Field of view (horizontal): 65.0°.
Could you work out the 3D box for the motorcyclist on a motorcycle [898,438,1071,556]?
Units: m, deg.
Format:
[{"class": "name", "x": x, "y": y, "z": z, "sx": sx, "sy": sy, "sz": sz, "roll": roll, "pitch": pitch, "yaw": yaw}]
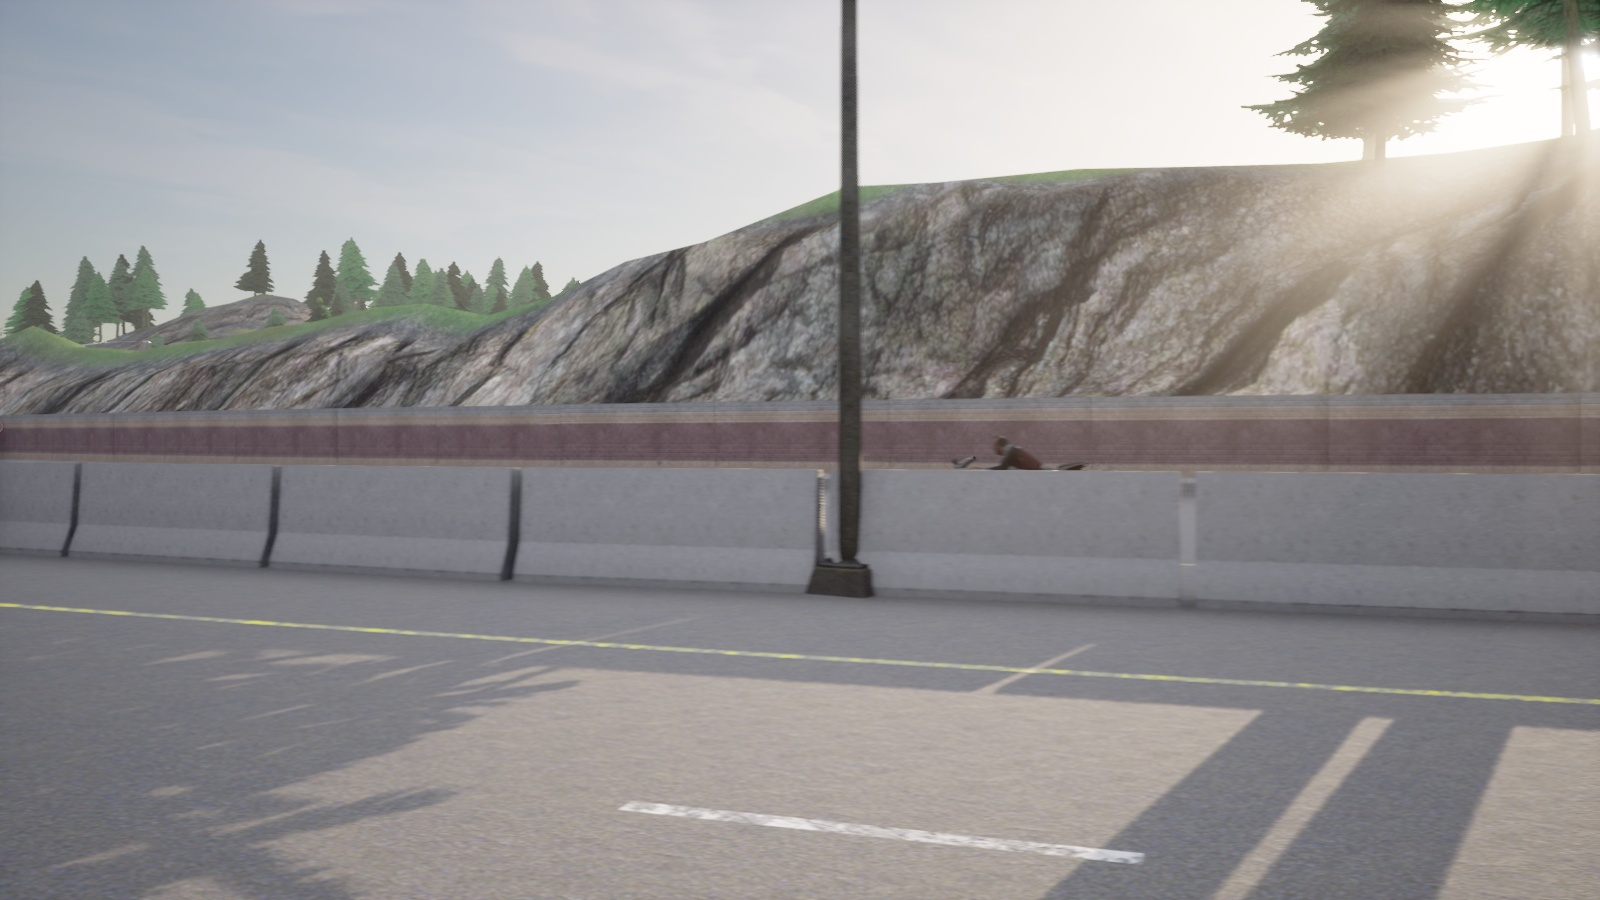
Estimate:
[{"class": "motorcyclist on a motorcycle", "x": 2.513, "y": 0.605, "z": 17.058, "sx": 2.191, "sy": 1.530, "sz": 0.866, "roll": 1, "pitch": 0, "yaw": 20}]
